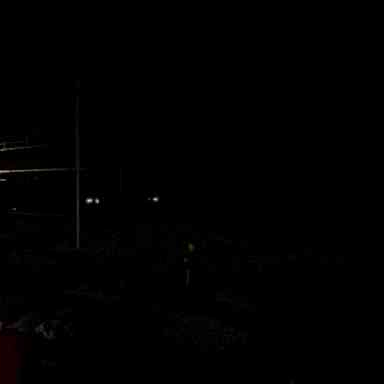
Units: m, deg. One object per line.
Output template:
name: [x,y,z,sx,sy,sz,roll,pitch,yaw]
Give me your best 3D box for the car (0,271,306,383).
car: [-1.003,1.550,3.536,4.206,1.307,1.802,0,1,31]
